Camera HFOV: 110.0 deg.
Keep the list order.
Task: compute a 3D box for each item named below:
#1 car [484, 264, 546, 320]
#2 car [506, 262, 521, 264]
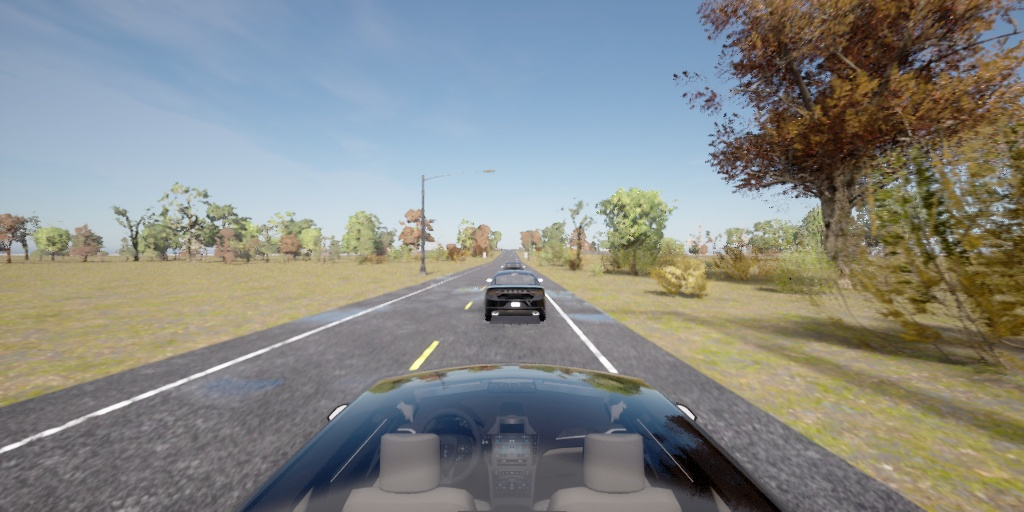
[{"bbox_3d":[0.104,1.227,12.676,1.882,1.535,5.008,0,0,0],"label":"car"},{"bbox_3d":[0.113,1.247,31.008,1.837,1.490,4.892,0,0,0],"label":"car"}]
